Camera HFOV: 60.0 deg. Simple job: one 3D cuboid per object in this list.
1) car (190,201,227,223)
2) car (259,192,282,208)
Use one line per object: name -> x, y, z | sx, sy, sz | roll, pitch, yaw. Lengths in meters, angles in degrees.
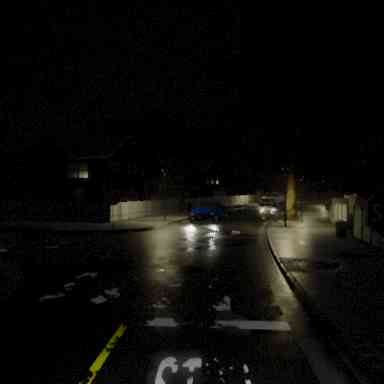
car -> 1.353, 1.451, 25.203 | 1.882, 1.535, 5.008 | 0, 0, 18
car -> 11.316, 1.051, 47.442 | 2.150, 2.045, 5.566 | 0, 0, 29
